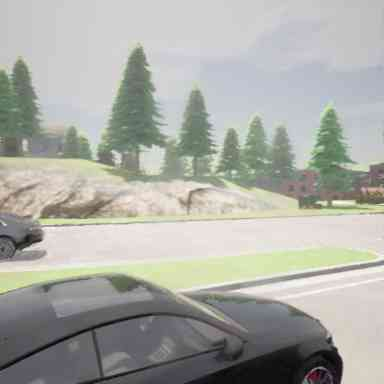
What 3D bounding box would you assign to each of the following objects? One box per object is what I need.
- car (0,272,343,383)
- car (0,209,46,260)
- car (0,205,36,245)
[{"bbox_3d":[-0.633,1.510,2.984,4.674,1.442,1.812,0,0,-33],"label":"car"},{"bbox_3d":[-7.584,1.423,11.152,4.902,1.511,2.128,0,0,-14],"label":"car"},{"bbox_3d":[-9.584,1.391,14.227,5.008,1.535,1.882,0,0,-13],"label":"car"}]
